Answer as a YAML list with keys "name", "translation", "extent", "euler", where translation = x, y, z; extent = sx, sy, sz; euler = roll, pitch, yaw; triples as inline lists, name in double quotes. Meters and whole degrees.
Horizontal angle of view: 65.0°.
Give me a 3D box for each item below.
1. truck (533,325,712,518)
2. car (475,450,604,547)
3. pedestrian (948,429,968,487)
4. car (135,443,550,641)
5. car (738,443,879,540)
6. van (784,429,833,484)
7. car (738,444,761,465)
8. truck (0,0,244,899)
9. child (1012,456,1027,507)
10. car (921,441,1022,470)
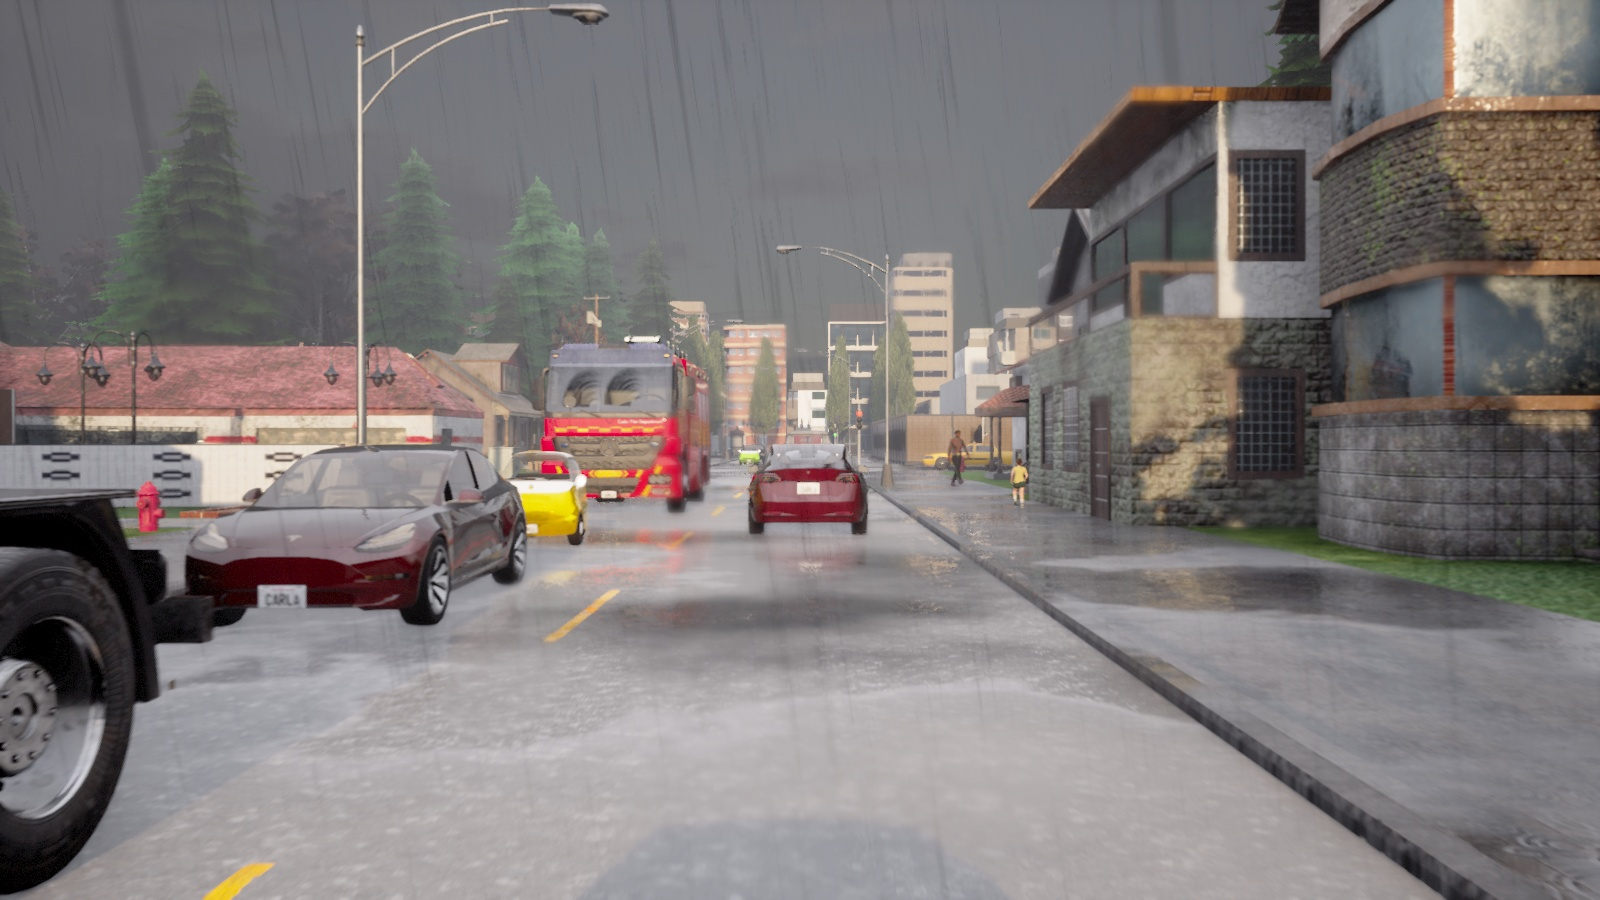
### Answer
- name: "truck"
  translation: [-3.814, -0.585, 29.096]
  extent: [2.891, 3.827, 8.468]
  euler: [0, 0, 0]
- name: "car"
  translation: [-3.873, 0.691, 18.943]
  extent: [1.481, 1.376, 2.207]
  euler: [0, 0, 0]
- name: "pedestrian"
  translation: [4.968, 0.237, 39.592]
  extent: [0.328, 1.805, 0.869]
  euler: [0, 0, -15]
- name: "car"
  translation: [-3.919, 0.676, 11.843]
  extent: [2.163, 1.488, 4.792]
  euler: [0, 0, 0]
- name: "car"
  translation: [0.142, 0.624, 21.689]
  extent: [2.163, 1.488, 4.792]
  euler: [0, 0, 0]
- name: "van"
  translation: [0.302, 0.232, 47.462]
  extent: [1.775, 1.987, 4.442]
  euler: [0, 0, 0]
- name: "car"
  translation: [-3.486, 0.309, 86.902]
  extent: [1.481, 1.376, 2.207]
  euler: [0, 0, 0]
- name: "truck"
  translation: [-3.962, -0.247, 1.518]
  extent: [2.891, 3.462, 7.936]
  euler: [0, 0, 1]
- name: "child"
  translation: [4.802, 0.685, 27.461]
  extent: [0.255, 1.110, 0.394]
  euler: [0, 0, 0]
- name: "car"
  translation: [9.563, 0.297, 70.277]
  extent: [5.366, 1.575, 1.801]
  euler: [0, 0, 0]
